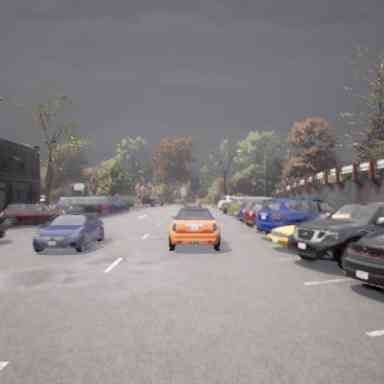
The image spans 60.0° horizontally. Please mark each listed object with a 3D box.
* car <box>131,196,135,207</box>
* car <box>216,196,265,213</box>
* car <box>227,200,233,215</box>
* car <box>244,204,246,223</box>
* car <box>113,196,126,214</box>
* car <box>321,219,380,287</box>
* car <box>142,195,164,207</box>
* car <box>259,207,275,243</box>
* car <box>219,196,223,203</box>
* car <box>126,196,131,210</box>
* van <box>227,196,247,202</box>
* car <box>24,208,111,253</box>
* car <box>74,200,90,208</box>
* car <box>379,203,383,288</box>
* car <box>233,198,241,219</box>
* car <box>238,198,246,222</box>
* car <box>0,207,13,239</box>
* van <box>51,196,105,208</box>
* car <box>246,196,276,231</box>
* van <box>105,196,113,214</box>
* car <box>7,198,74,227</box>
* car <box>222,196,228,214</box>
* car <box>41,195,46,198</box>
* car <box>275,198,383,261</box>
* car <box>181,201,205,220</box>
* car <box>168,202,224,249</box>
[{"bbox_3d":[-10.977,1.571,47.302,5.566,2.045,2.435,-1,0,-20],"label":"car"},{"bbox_3d":[6.009,1.530,41.224,5.566,2.045,2.435,1,-1,-20],"label":"car"},{"bbox_3d":[5.977,1.698,29.114,4.892,1.521,2.231,1,0,-20],"label":"car"},{"bbox_3d":[5.927,1.661,20.040,4.792,1.488,2.163,1,0,-20],"label":"car"},{"bbox_3d":[-10.945,1.510,38.459,5.566,2.045,2.435,-1,-1,-20],"label":"car"},{"bbox_3d":[5.928,1.546,7.969,4.892,1.521,2.231,1,-1,-20],"label":"car"},{"bbox_3d":[-7.399,1.649,62.623,2.150,2.045,5.566,0,-1,-38],"label":"car"},{"bbox_3d":[5.776,1.583,13.939,5.366,1.575,1.946,1,0,-20],"label":"car"},{"bbox_3d":[5.964,1.508,38.164,5.566,2.045,2.435,1,0,-20],"label":"car"},{"bbox_3d":[-10.939,1.530,41.418,5.566,2.045,2.435,-1,-1,-20],"label":"car"},{"bbox_3d":[6.084,1.494,32.183,4.442,1.987,1.878,1,-1,-20],"label":"van"},{"bbox_3d":[-5.096,1.631,14.420,1.812,1.442,4.674,0,0,0],"label":"car"},{"bbox_3d":[-10.980,1.680,26.613,4.892,1.521,2.231,-1,0,-20],"label":"car"},{"bbox_3d":[5.970,1.272,4.950,5.566,2.045,2.435,1,-1,-20],"label":"car"},{"bbox_3d":[5.929,1.549,26.094,4.553,1.767,2.185,1,-1,-20],"label":"car"},{"bbox_3d":[5.934,1.528,23.065,4.553,1.767,2.185,1,-1,-20],"label":"car"},{"bbox_3d":[-10.971,1.624,14.787,4.792,1.488,2.163,-1,-1,-20],"label":"car"},{"bbox_3d":[-11.085,1.496,32.482,4.442,1.987,1.878,-1,0,-20],"label":"van"},{"bbox_3d":[5.984,1.360,17.040,5.566,2.045,2.435,1,-1,-20],"label":"car"},{"bbox_3d":[-11.080,1.516,35.441,4.442,1.987,1.878,-1,0,-20],"label":"van"},{"bbox_3d":[-11.015,1.533,23.639,4.553,1.767,2.185,-1,-1,-20],"label":"car"},{"bbox_3d":[6.012,1.614,35.165,4.553,1.767,2.185,1,0,-20],"label":"car"},{"bbox_3d":[-26.617,1.665,60.690,2.435,2.045,5.566,0,0,-19],"label":"car"},{"bbox_3d":[5.916,1.315,10.978,5.566,2.045,2.435,1,0,-20],"label":"car"},{"bbox_3d":[0.128,1.722,32.036,2.128,1.511,4.902,0,0,0],"label":"car"},{"bbox_3d":[0.105,1.462,15.147,2.097,1.767,4.553,0,0,0],"label":"car"}]
